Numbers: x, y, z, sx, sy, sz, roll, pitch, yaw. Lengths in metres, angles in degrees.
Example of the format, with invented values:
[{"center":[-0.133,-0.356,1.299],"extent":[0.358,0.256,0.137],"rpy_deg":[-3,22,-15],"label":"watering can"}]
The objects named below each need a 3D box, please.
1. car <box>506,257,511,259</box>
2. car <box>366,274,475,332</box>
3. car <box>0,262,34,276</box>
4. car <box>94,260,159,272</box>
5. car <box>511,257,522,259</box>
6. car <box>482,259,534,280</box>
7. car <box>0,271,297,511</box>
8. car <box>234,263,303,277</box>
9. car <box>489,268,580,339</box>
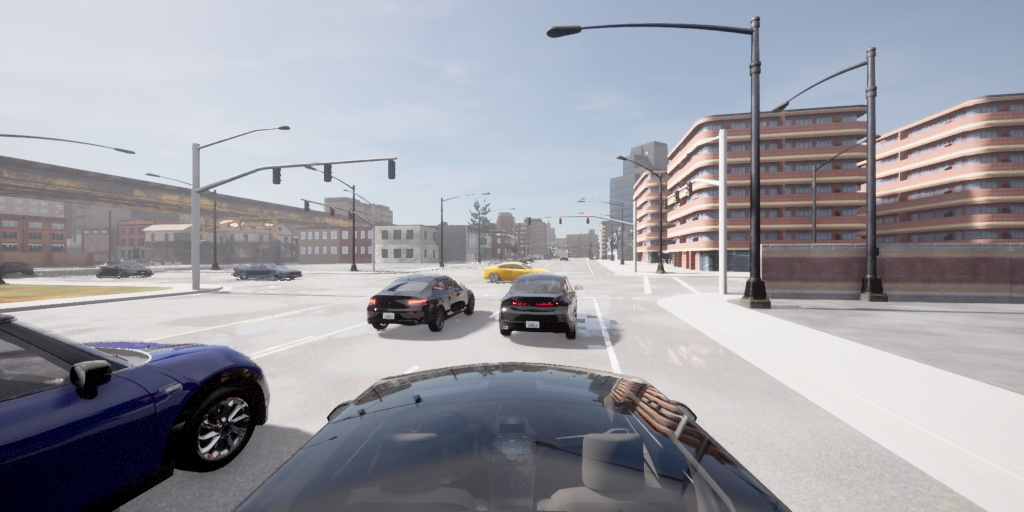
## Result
[{"center":[-2.028,1.106,48.010],"extent":[2.128,1.511,4.902],"rpy_deg":[0,1,11],"label":"car"},{"center":[-2.536,1.276,10.873],"extent":[1.812,1.442,4.674],"rpy_deg":[0,0,11],"label":"car"},{"center":[-50.826,1.297,36.748],"extent":[5.357,1.411,2.033],"rpy_deg":[0,0,32],"label":"car"},{"center":[-34.908,1.314,32.357],"extent":[4.181,1.385,1.994],"rpy_deg":[0,0,11],"label":"car"},{"center":[-0.228,0.957,57.287],"extent":[1.882,1.535,5.008],"rpy_deg":[0,1,11],"label":"car"},{"center":[0.331,1.204,26.212],"extent":[5.008,1.535,1.882],"rpy_deg":[0,0,10],"label":"car"},{"center":[-3.858,1.102,2.096],"extent":[2.097,1.767,4.553],"rpy_deg":[0,0,6],"label":"car"},{"center":[-20.307,1.297,29.787],"extent":[5.357,1.411,2.033],"rpy_deg":[0,0,9],"label":"car"},{"center":[0.909,1.255,10.232],"extent":[1.837,1.490,4.892],"rpy_deg":[0,0,11],"label":"car"}]
